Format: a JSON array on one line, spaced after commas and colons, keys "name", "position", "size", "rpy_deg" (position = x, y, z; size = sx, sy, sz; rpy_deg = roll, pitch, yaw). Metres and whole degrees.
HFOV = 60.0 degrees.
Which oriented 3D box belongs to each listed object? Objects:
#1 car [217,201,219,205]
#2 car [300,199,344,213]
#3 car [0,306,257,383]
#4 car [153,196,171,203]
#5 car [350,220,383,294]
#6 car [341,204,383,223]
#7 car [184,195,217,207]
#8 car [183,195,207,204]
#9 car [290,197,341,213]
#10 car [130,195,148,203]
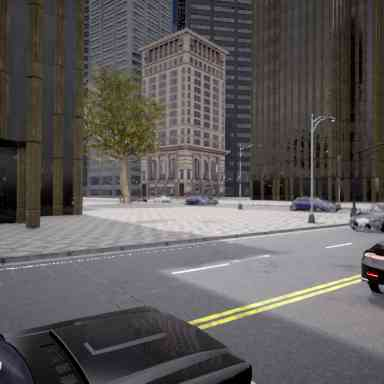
[{"name": "car", "position": [2.159, 1.487, 53.188], "size": [1.837, 1.490, 4.892], "rpy_deg": [1, 0, -41]}, {"name": "car", "position": [14.789, 1.548, 37.972], "size": [1.994, 1.385, 4.181], "rpy_deg": [1, 0, -38]}, {"name": "car", "position": [-1.747, 1.601, 2.195], "size": [4.718, 1.301, 1.895], "rpy_deg": [0, 0, -36]}, {"name": "car", "position": [-6.418, 1.570, 72.102], "size": [1.812, 1.442, 4.674], "rpy_deg": [1, -1, -45]}, {"name": "car", "position": [5.774, 1.492, 7.556], "size": [4.902, 1.511, 2.128], "rpy_deg": [0, 0, -35]}, {"name": "car", "position": [11.252, 1.491, 19.592], "size": [4.902, 1.511, 2.128], "rpy_deg": [0, 0, -36]}, {"name": "car", "position": [0.976, 1.304, 49.596], "size": [2.097, 1.767, 4.553], "rpy_deg": [1, -1, -41]}, {"name": "car", "position": [0.541, 1.399, 64.915], "size": [2.097, 1.767, 4.553], "rpy_deg": [1, -1, -43]}, {"name": "car", "position": [12.791, 1.306, 35.235], "size": [2.097, 1.767, 4.553], "rpy_deg": [1, -1, -38]}, {"name": "car", "position": [-10.057, 1.308, 61.868], "size": [1.994, 1.385, 4.181], "rpy_deg": [1, -1, -44]}]
